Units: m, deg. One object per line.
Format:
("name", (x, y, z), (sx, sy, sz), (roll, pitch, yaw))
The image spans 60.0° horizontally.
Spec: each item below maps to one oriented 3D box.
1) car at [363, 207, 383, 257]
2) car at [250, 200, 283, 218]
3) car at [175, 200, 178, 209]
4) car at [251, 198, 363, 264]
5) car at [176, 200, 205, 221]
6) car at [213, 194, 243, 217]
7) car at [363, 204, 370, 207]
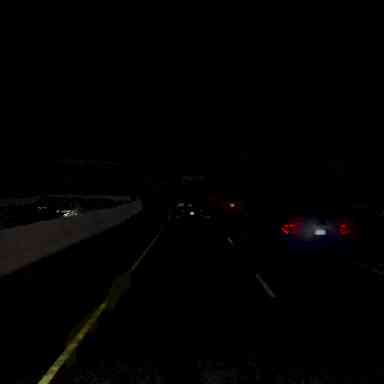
("car", (7.107, 1.532, 12.824), (1.812, 1.442, 4.674), (0, 0, 0))
("car", (6.809, 1.541, 30.770), (1.812, 1.442, 4.674), (0, 0, -3))
("car", (-1.172, 1.622, 43.100), (1.895, 1.301, 4.718), (0, 0, -6))
("car", (3.607, 1.228, 12.032), (2.150, 2.045, 5.566), (0, 0, 0))
("car", (-0.042, 1.578, 27.024), (1.994, 1.385, 4.181), (0, 0, -1))
("car", (3.305, 1.237, 31.113), (2.150, 2.045, 5.566), (0, 0, -3))
("car", (10.575, 1.489, 22.076), (1.882, 1.535, 5.008), (0, 0, -1))
